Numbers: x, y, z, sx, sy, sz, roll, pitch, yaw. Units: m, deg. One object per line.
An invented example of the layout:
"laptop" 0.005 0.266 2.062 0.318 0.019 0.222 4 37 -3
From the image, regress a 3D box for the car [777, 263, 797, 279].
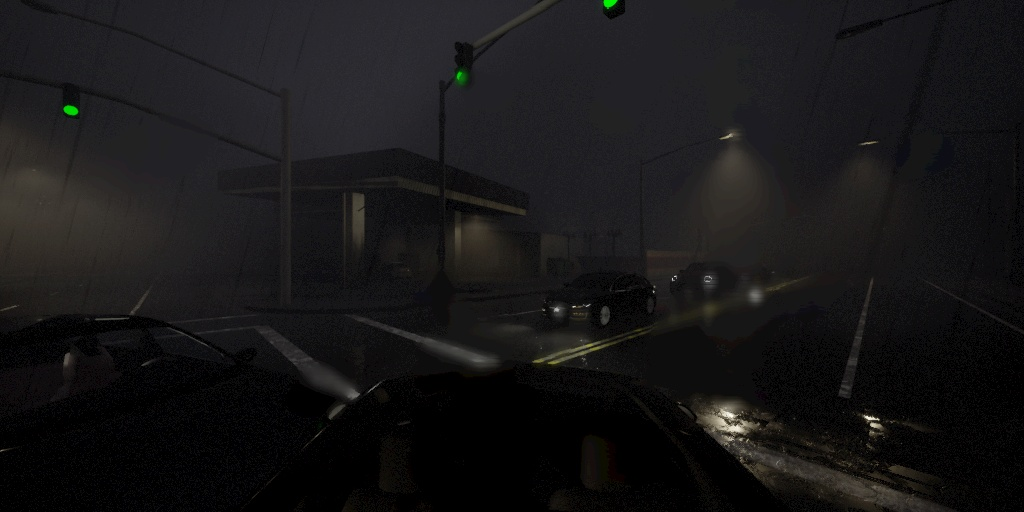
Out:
"car" 24.057 1.314 32.203 4.181 1.385 1.994 0 0 -44

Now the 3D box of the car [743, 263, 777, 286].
"car" 16.863 1.314 25.211 1.994 1.385 4.181 0 0 45

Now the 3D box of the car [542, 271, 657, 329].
"car" 2.980 1.255 11.573 4.892 1.490 1.837 0 0 -45

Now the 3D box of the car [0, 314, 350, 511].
"car" -3.399 1.242 2.610 4.902 1.511 2.128 0 0 15

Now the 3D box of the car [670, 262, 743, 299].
"car" 9.877 1.102 18.360 4.553 1.767 2.097 0 0 -44
